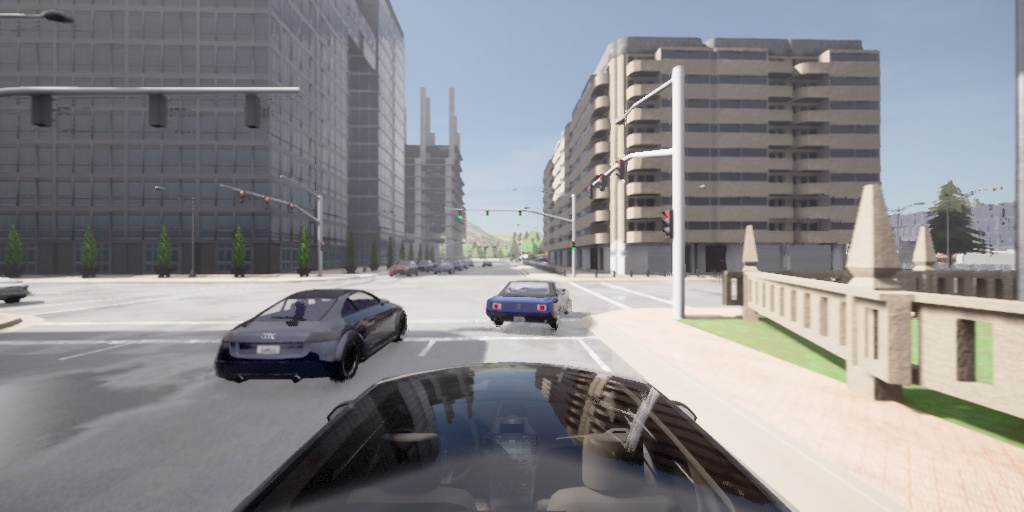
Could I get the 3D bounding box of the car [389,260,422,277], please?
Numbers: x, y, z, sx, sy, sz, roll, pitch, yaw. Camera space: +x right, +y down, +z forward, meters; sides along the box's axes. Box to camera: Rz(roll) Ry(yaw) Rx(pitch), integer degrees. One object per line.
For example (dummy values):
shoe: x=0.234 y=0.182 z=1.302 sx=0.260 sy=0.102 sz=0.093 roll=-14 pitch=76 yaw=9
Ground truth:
car: x=-11.368 y=1.244 z=37.968 sx=2.097 sy=1.767 sz=4.553 roll=0 pitch=0 yaw=-1

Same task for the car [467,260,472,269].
car: x=-8.264 y=1.473 z=59.981 sx=1.837 sy=1.490 sz=4.892 roll=0 pitch=0 yaw=-1

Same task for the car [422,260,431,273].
car: x=-11.534 y=1.276 z=46.818 sx=2.097 sy=1.767 sz=4.553 roll=0 pitch=0 yaw=-1

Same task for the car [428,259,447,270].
car: x=-11.717 y=1.312 z=56.854 sx=2.097 sy=1.767 sz=4.553 roll=0 pitch=0 yaw=-1

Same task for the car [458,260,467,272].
car: x=-8.115 y=1.287 z=50.819 sx=2.097 sy=1.767 sz=4.553 roll=0 pitch=0 yaw=-1

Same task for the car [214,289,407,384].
car: x=-3.565 y=1.337 z=7.231 sx=1.994 sy=1.385 sz=4.181 roll=0 pitch=0 yaw=0

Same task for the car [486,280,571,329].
car: x=0.764 y=1.409 z=11.513 sx=1.895 sy=1.301 sz=4.718 roll=0 pitch=-1 yaw=15

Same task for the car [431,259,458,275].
car: x=-7.946 y=1.431 z=42.695 sx=1.812 sy=1.442 sz=4.674 roll=0 pitch=0 yaw=-1

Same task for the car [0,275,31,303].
car: x=-23.844 y=1.478 z=15.218 sx=4.718 sy=1.301 sz=1.895 roll=0 pitch=0 yaw=0
